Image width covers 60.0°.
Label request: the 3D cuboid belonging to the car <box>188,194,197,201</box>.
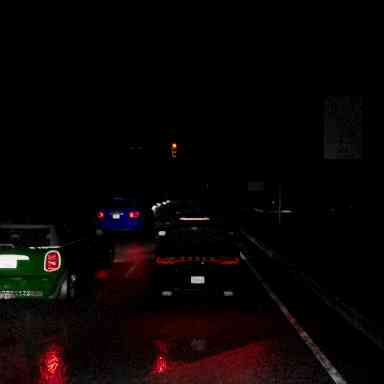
[{"bbox_3d":[0.128,1.348,85.967,2.097,1.767,4.553,0,0,0],"label":"car"}]

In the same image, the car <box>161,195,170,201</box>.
[{"bbox_3d":[-6.873,1.459,85.415,1.882,1.535,5.008,0,0,0],"label":"car"}]

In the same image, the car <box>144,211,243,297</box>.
[{"bbox_3d":[0.113,1.478,8.648,1.882,1.535,5.008,0,0,0],"label":"car"}]

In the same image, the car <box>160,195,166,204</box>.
[{"bbox_3d":[-6.933,1.547,65.581,2.033,1.411,5.357,0,0,1],"label":"car"}]

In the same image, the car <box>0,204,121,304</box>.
[{"bbox_3d":[-3.388,1.352,8.276,2.097,1.767,4.553,0,0,0],"label":"car"}]

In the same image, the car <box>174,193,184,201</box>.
[{"bbox_3d":[-3.372,1.218,85.650,2.150,2.045,5.566,0,0,0],"label":"car"}]

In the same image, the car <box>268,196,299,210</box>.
[{"bbox_3d":[12.009,1.352,41.970,4.553,1.767,2.097,0,0,3],"label":"car"}]

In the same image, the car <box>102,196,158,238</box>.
[{"bbox_3d":[-3.393,1.221,17.893,2.150,2.045,5.566,0,0,2],"label":"car"}]

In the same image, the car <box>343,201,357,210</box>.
[{"bbox_3d":[20.589,1.562,41.476,4.181,1.385,1.994,0,0,3],"label":"car"}]

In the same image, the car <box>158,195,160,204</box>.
[{"bbox_3d":[-7.002,1.505,55.801,1.837,1.490,4.892,0,0,0],"label":"car"}]

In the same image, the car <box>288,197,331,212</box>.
[{"bbox_3d":[13.764,1.564,38.361,4.181,1.385,1.994,0,0,3],"label":"car"}]

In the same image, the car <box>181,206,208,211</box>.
[{"bbox_3d":[0.127,1.491,18.148,2.128,1.511,4.902,0,0,0],"label":"car"}]

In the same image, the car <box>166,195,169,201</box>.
[{"bbox_3d":[-6.888,1.478,75.390,1.882,1.535,5.008,0,0,0],"label":"car"}]
